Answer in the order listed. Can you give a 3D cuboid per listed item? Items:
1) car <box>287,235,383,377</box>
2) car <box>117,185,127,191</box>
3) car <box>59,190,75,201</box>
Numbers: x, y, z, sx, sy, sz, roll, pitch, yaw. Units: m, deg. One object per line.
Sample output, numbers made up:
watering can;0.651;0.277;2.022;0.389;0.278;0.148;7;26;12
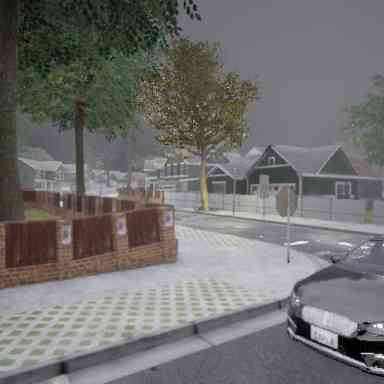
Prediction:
car;3.621;1.495;5.436;4.902;1.511;2.128;0;0;-35
car;-19.523;-0.908;91.682;1.812;1.442;4.674;0;2;-1
car;-17.858;0.470;47.165;1.837;1.490;4.892;0;1;-31
